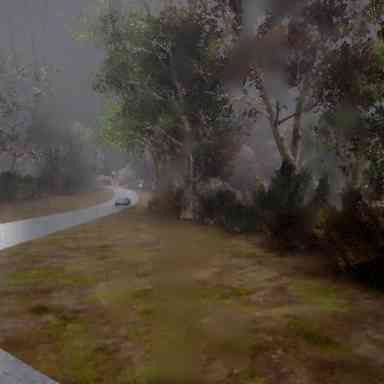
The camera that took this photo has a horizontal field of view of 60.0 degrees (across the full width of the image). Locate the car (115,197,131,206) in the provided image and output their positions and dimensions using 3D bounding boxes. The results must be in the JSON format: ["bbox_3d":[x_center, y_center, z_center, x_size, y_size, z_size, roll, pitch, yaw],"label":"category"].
[{"bbox_3d":[-10.516,1.404,50.789,1.994,1.385,4.181,-1,1,-5],"label":"car"}]
